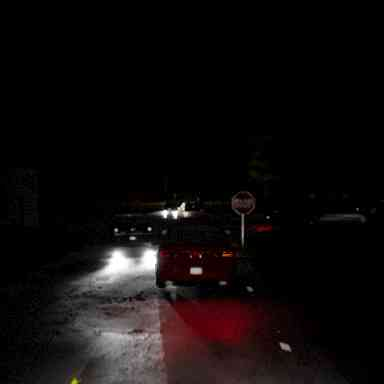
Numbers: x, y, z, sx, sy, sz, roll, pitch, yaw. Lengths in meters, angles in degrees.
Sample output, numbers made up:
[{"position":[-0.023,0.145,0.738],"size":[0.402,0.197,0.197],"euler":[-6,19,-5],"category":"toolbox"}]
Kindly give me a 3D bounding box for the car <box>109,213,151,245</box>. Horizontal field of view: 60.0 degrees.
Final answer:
[{"position":[-3.105,1.718,16.531],"size":[1.895,1.301,4.718],"euler":[0,0,-15],"category":"car"}]

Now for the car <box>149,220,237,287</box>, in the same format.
[{"position":[0.121,1.544,9.514],"size":[1.882,1.535,5.008],"euler":[0,-1,1],"category":"car"}]

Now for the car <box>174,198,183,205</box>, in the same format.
[{"position":[-3.161,2.175,77.123],"size":[1.994,1.385,4.181],"euler":[0,-1,0],"category":"car"}]

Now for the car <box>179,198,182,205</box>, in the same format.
[{"position":[-3.060,1.794,57.667],"size":[2.097,1.767,4.553],"euler":[0,0,0],"category":"car"}]

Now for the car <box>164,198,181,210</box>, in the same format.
[{"position":[-3.017,1.967,48.681],"size":[1.895,1.301,4.718],"euler":[0,0,-1],"category":"car"}]

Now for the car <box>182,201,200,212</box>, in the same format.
[{"position":[0.058,1.897,44.643],"size":[1.994,1.385,4.181],"euler":[0,0,-2],"category":"car"}]

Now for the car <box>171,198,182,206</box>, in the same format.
[{"position":[-3.089,2.006,67.286],"size":[1.882,1.535,5.008],"euler":[0,-1,0],"category":"car"}]

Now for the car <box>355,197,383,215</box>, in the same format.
[{"position":[17.293,1.252,29.913],"size":[4.892,1.490,1.837],"euler":[-1,1,0],"category":"car"}]

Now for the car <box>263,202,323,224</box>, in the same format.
[{"position":[7.744,1.528,25.384],"size":[4.892,1.490,1.837],"euler":[-2,-2,-26],"category":"car"}]
